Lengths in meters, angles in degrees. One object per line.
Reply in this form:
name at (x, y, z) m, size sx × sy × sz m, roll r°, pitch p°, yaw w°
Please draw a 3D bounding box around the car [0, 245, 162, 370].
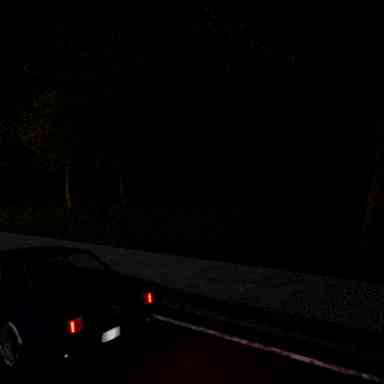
car at (-2.872, 1.610, 5.733) m, size 4.718 × 1.301 × 1.895 m, roll 0°, pitch 0°, yaw 36°
